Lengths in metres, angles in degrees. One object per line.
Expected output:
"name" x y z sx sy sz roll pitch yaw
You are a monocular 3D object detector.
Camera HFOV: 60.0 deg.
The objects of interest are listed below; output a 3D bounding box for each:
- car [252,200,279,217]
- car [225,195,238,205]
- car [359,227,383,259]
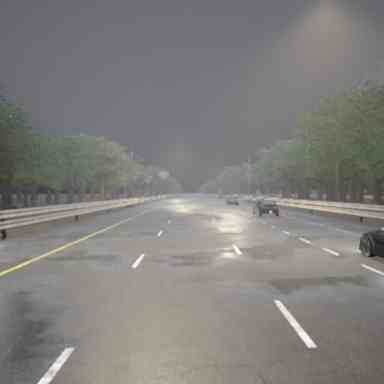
"car" 7.016 1.534 32.026 1.837 1.490 4.892 0 0 0
"car" 7.030 1.615 59.079 1.994 1.385 4.181 0 0 0
"car" 7.004 1.577 10.269 1.994 1.385 4.181 0 0 0
